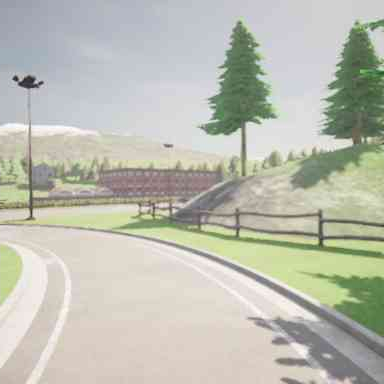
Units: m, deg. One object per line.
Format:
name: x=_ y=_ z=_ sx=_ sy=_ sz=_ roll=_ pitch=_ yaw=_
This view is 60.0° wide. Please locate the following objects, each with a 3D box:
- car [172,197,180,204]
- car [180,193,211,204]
car: x=-1.617 y=1.450 z=64.516 sx=4.892 sy=1.490 sz=1.837 roll=-1 pitch=0 yaw=-41
car: x=0.727 y=1.405 z=61.933 sx=4.892 sy=1.490 sz=1.837 roll=-1 pitch=0 yaw=-41
